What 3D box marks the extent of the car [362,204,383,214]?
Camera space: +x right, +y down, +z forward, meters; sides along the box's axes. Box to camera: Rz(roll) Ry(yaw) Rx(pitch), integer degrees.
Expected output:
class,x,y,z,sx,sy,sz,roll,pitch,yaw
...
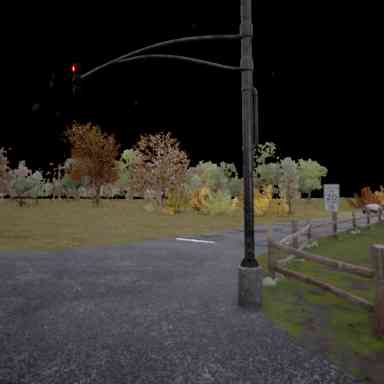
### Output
class,x,y,z,sx,sy,sz,roll,pitch,yaw
car,26.087,2.435,47.887,2.033,1.411,5.357,-1,-2,40
